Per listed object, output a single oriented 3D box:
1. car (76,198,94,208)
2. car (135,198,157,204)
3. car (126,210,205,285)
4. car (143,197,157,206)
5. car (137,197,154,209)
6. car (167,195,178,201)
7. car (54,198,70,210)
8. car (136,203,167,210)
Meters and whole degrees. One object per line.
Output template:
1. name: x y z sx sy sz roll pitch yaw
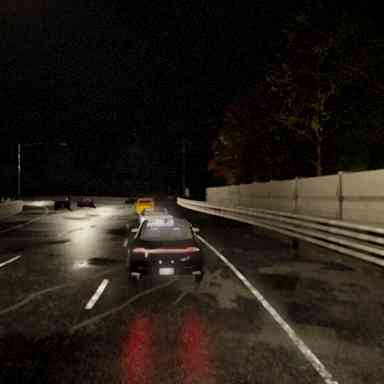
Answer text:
1. car: -15.510 1.579 48.299 1.994 1.385 4.181 0 0 -27
2. car: -4.907 1.487 34.669 1.882 1.535 5.008 0 0 -9
3. car: -0.758 1.495 9.583 2.128 1.511 4.902 0 0 -5
4. car: -6.990 1.615 56.050 1.895 1.301 4.718 0 0 -2
5. car: -6.340 1.504 45.548 2.128 1.511 4.902 0 0 -6
6. car: -5.800 1.727 94.484 1.882 1.535 5.008 0 -2 3
7. car: -17.074 1.509 43.595 2.128 1.511 4.902 0 0 -25
8. car: -2.296 1.606 20.344 1.895 1.301 4.718 0 0 -10
